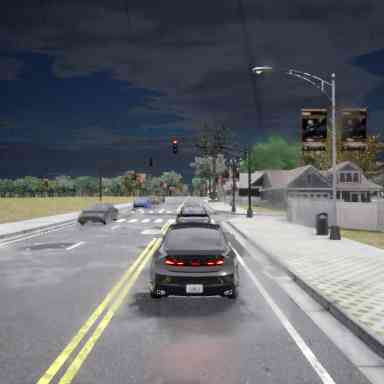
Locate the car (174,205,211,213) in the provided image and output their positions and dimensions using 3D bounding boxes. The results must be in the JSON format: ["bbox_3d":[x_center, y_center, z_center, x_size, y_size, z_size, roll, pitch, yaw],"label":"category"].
[{"bbox_3d":[0.045,1.501,18.746,2.128,1.511,4.902,0,0,-2],"label":"car"}]

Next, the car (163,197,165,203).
[{"bbox_3d":[-6.608,1.569,69.287,1.994,1.385,4.181,0,0,0],"label":"car"}]

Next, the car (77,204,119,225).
[{"bbox_3d":[-6.638,1.557,24.214,2.033,1.411,5.357,0,0,0],"label":"car"}]

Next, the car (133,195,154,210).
[{"bbox_3d":[-6.666,1.486,44.367,1.882,1.535,5.008,0,0,0],"label":"car"}]

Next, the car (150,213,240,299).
[{"bbox_3d":[0.070,1.510,8.476,1.837,1.490,4.892,0,0,1],"label":"car"}]

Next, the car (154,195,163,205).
[{"bbox_3d":[-6.670,1.354,57.902,2.097,1.767,4.553,0,0,0],"label":"car"}]
